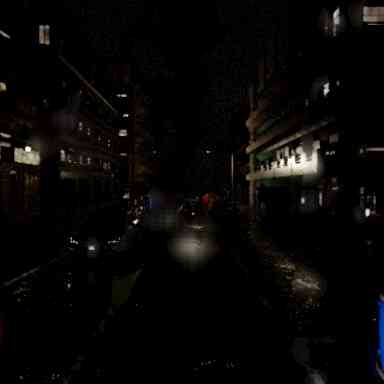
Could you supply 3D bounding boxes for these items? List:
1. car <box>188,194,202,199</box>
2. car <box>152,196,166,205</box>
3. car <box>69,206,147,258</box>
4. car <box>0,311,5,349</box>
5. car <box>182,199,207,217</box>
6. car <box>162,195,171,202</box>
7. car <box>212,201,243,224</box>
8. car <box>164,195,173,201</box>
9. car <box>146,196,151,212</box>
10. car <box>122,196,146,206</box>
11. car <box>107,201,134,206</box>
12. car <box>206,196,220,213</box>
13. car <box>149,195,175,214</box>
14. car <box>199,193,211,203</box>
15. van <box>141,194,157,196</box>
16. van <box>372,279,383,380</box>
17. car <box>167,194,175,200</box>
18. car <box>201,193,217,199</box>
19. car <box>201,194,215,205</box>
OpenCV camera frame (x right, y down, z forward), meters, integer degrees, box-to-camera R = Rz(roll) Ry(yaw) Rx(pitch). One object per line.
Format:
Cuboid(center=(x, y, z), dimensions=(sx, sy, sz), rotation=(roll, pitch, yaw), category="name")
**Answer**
Cuboid(center=(0.097, 1.428, 46.370), dimensions=(1.837, 1.490, 4.892), rotation=(0, 0, 0), category="car")
Cuboid(center=(-5.712, 1.456, 57.871), dimensions=(2.008, 1.369, 4.403), rotation=(-1, 0, 0), category="car")
Cuboid(center=(-3.090, 1.484, 12.679), dimensions=(1.837, 1.490, 4.892), rotation=(0, 0, 0), category="car")
Cuboid(center=(-3.100, 1.599, 1.623), dimensions=(1.895, 1.301, 4.718), rotation=(0, 0, 0), category="car")
Cuboid(center=(0.099, 1.550, 30.227), dimensions=(1.895, 1.301, 4.718), rotation=(0, 0, 0), category="car")
Cuboid(center=(-5.706, 1.461, 74.677), dimensions=(1.802, 1.307, 4.206), rotation=(-1, 0, 0), category="car")
Cuboid(center=(2.679, 1.541, 24.230), dimensions=(1.802, 1.307, 4.206), rotation=(-1, 0, 0), category="car")
Cuboid(center=(-5.707, 1.453, 80.279), dimensions=(1.802, 1.307, 4.206), rotation=(-1, 0, 0), category="car")
Cuboid(center=(-5.670, 1.492, 35.462), dimensions=(2.008, 1.369, 4.403), rotation=(-1, 0, 0), category="car")
Cuboid(center=(-5.671, 1.391, 29.860), dimensions=(1.967, 1.590, 4.097), rotation=(-1, 0, 0), category="car")
Cuboid(center=(-5.668, 1.542, 24.259), dimensions=(1.802, 1.307, 4.206), rotation=(-1, 0, 0), category="car")
Cuboid(center=(2.677, 1.466, 35.604), dimensions=(1.752, 1.417, 4.829), rotation=(-1, 0, 0), category="car")
Cuboid(center=(-3.048, 1.419, 35.341), dimensions=(1.882, 1.535, 5.008), rotation=(0, 0, 1), category="car")
Cuboid(center=(2.671, 1.202, 69.047), dimensions=(2.192, 1.841, 5.009), rotation=(-1, 0, 0), category="car")
Cuboid(center=(-5.673, 1.274, 41.064), dimensions=(1.690, 1.788, 3.998), rotation=(-1, 0, 0), category="van")
Cuboid(center=(2.678, 1.338, 1.821), dimensions=(1.690, 1.788, 3.998), rotation=(-1, 0, 0), category="van")
Cuboid(center=(-5.708, 1.404, 91.483), dimensions=(2.008, 1.369, 4.403), rotation=(-1, 0, 0), category="car")
Cuboid(center=(2.673, 1.237, 46.638), dimensions=(2.192, 1.841, 5.009), rotation=(-1, 0, 0), category="car")
Cuboid(center=(2.672, 1.220, 57.842), dimensions=(2.192, 1.841, 5.009), rotation=(-1, 0, 0), category="car")
